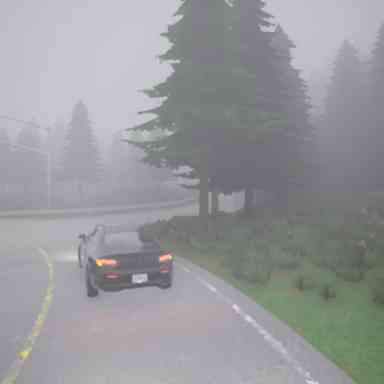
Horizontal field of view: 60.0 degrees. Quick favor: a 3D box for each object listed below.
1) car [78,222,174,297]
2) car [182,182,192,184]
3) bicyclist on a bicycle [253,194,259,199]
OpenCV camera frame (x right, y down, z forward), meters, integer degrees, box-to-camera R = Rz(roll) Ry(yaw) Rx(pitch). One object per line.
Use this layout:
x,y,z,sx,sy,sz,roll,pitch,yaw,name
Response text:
-1.844,1.487,8.542,1.812,1.442,4.674,0,0,-22,car
-1.048,-2.468,70.529,2.150,2.045,5.566,0,5,-1,car
5.788,0.727,30.942,1.656,1.620,0.582,-13,-3,34,bicyclist on a bicycle
